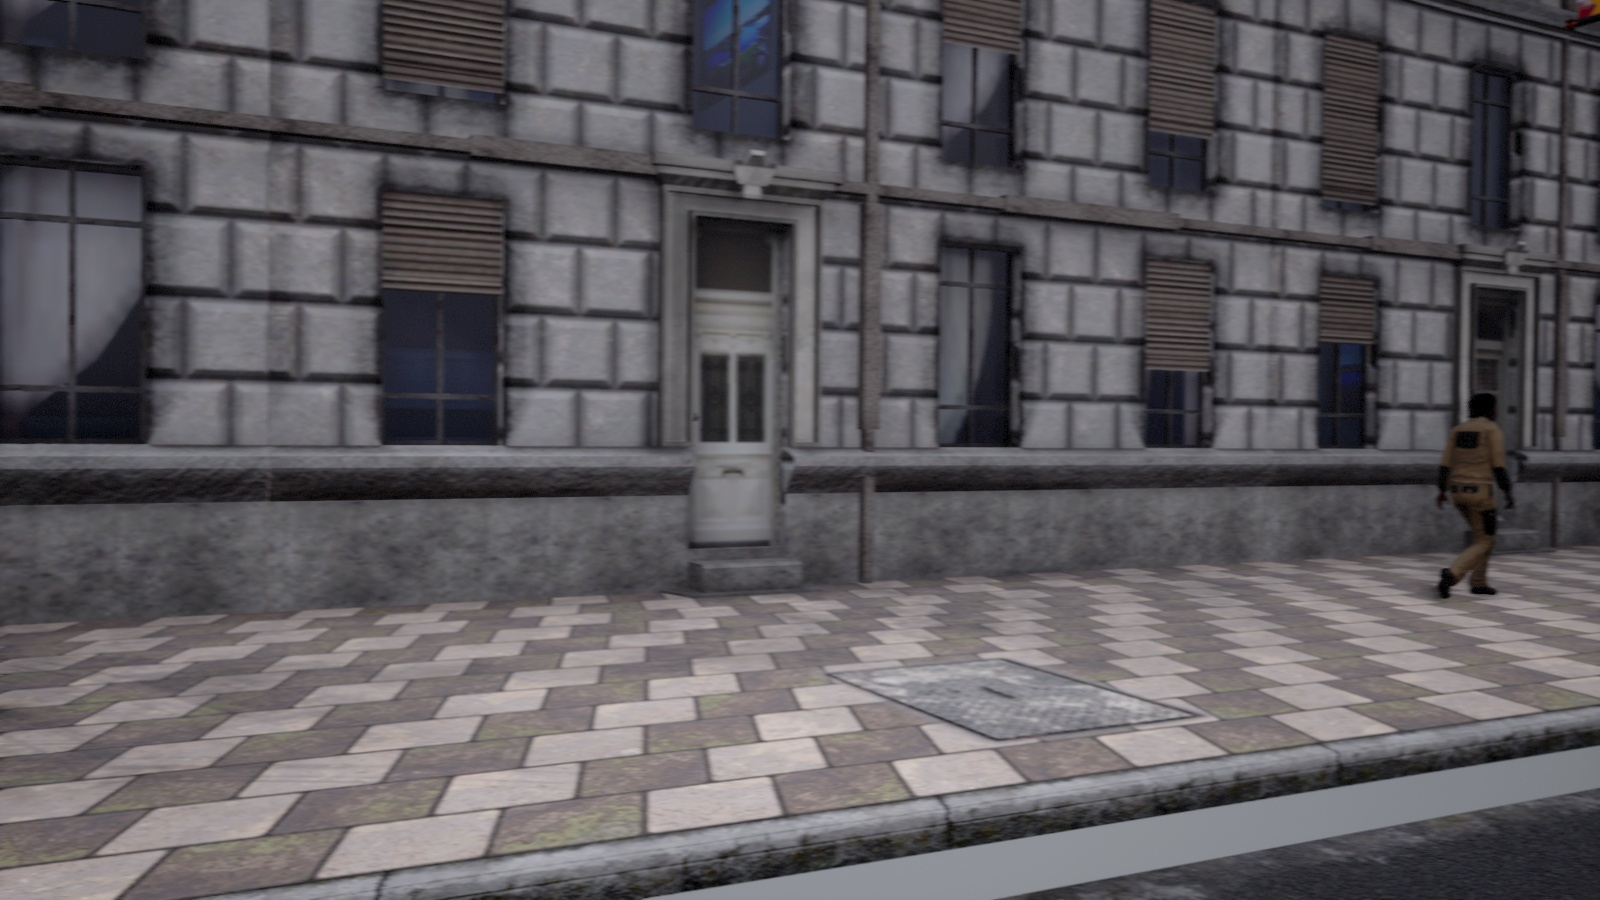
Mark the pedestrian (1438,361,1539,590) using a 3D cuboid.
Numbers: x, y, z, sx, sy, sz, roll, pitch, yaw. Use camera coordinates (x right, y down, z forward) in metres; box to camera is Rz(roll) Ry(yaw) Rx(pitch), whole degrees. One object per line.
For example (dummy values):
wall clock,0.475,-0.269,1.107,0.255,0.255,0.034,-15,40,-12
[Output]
pedestrian,5.962,0.206,10.876,0.692,1.930,0.396,-1,1,-17
